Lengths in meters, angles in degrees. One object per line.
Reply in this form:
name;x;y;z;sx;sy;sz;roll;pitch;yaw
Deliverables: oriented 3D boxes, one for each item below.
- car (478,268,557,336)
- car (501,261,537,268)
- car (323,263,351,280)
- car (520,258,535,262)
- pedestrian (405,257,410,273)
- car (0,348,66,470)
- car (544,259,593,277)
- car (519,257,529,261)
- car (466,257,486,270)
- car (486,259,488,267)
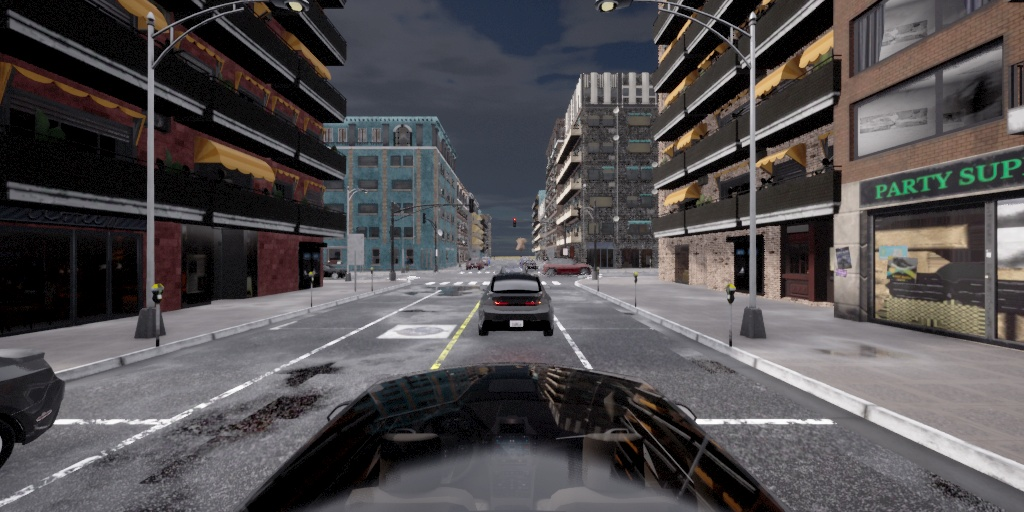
car;0.094;1.254;10.367;1.837;1.490;4.892;0;0;0
car;0.096;1.239;19.702;2.128;1.511;4.902;0;0;0
car;-17.657;1.420;33.368;5.008;1.535;1.882;-1;0;0
car;2.551;1.303;50.943;1.948;1.339;4.313;0;0;0
pedestrian;-12.162;1.029;41.689;0.375;1.860;0.375;0;1;0
car;-5.315;1.300;1.691;2.007;1.370;4.403;0;0;0
car;5.152;1.013;33.199;4.553;1.767;2.097;-1;0;0
car;2.548;1.312;62.047;1.802;1.307;4.207;0;0;0
car;-5.329;1.051;50.941;2.192;1.841;5.009;0;0;0
car;-5.331;1.278;56.493;1.888;1.381;4.507;0;0;0
